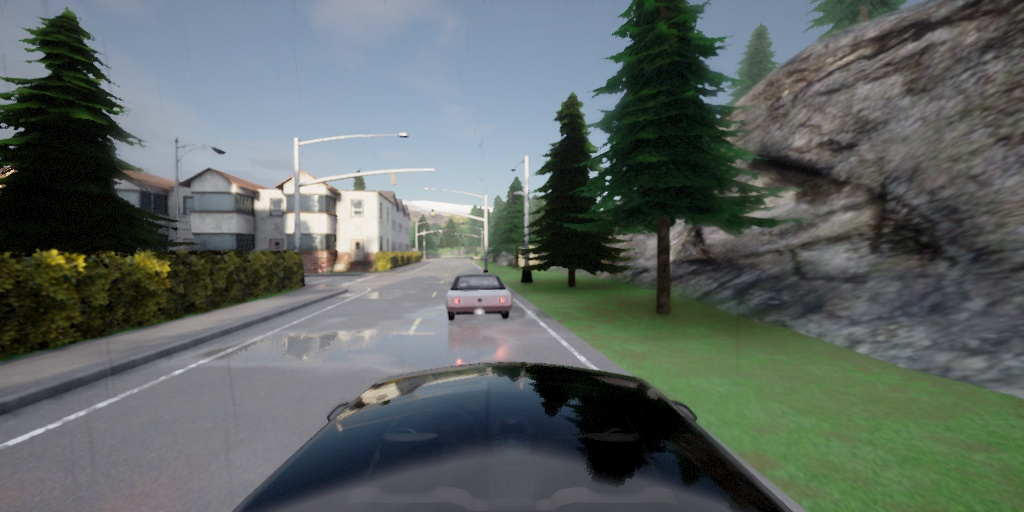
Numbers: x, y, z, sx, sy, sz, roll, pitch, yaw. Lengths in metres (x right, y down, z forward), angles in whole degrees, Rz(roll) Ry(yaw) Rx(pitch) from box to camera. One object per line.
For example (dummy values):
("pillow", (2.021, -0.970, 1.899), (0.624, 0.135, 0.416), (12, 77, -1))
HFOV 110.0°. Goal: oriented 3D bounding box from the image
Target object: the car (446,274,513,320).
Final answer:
("car", (-1.178, 1.238, 12.115), (1.895, 1.301, 4.718), (0, 1, -7))
